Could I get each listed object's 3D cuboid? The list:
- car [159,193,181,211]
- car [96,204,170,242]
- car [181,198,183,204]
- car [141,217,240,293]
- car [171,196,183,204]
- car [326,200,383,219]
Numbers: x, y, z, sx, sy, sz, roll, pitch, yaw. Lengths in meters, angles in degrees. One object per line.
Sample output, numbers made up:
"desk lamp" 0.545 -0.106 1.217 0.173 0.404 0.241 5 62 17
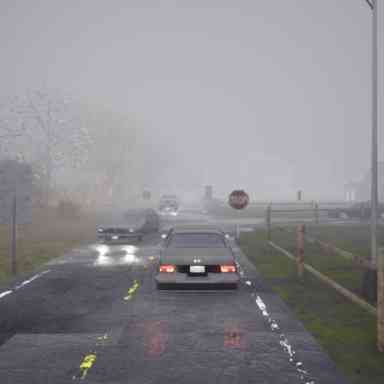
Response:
"car" -2.835 1.200 41.522 2.150 2.045 5.566 0 0 0
"car" -2.847 1.545 16.738 2.033 1.411 5.357 0 0 10
"car" -2.807 1.440 51.539 1.882 1.535 5.008 0 0 1
"car" 0.101 1.547 8.990 2.033 1.411 5.357 0 0 0
"car" -2.775 1.448 61.632 1.837 1.490 4.892 0 0 1
"car" 13.193 1.422 26.311 5.008 1.535 1.882 -1 0 0
